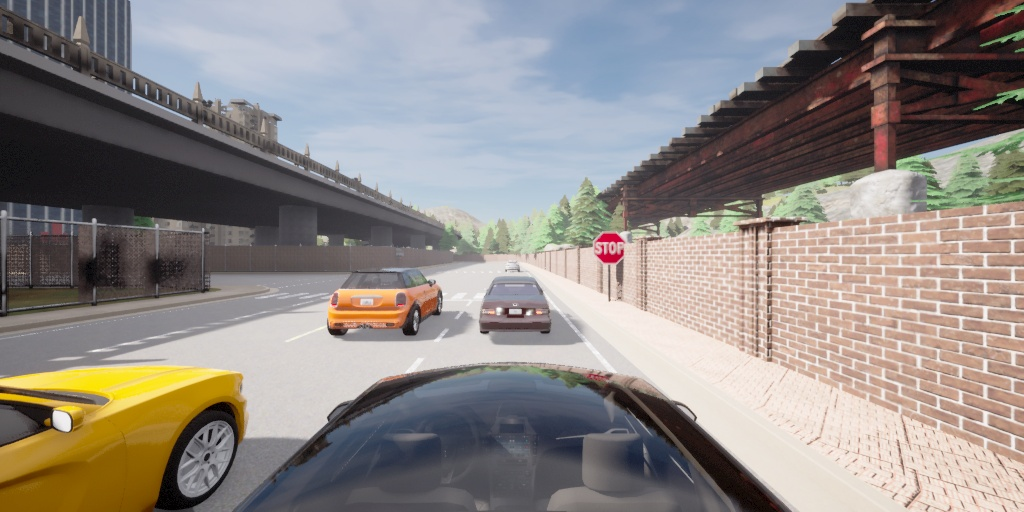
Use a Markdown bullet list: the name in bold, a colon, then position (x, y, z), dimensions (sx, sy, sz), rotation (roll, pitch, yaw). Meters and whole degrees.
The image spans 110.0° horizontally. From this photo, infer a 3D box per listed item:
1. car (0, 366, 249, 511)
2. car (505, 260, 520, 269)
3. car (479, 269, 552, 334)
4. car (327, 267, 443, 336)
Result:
- **car**: position (-3.398, 1.228, 1.319), dimensions (1.882, 1.535, 5.008), rotation (0, 0, 0)
- **car**: position (0.055, 1.276, 46.032), dimensions (1.812, 1.442, 4.674), rotation (0, 0, -1)
- **car**: position (0.074, 1.297, 10.600), dimensions (2.033, 1.411, 5.357), rotation (0, 0, 0)
- **car**: position (-3.427, 1.102, 10.576), dimensions (2.097, 1.767, 4.553), rotation (0, 0, 0)
